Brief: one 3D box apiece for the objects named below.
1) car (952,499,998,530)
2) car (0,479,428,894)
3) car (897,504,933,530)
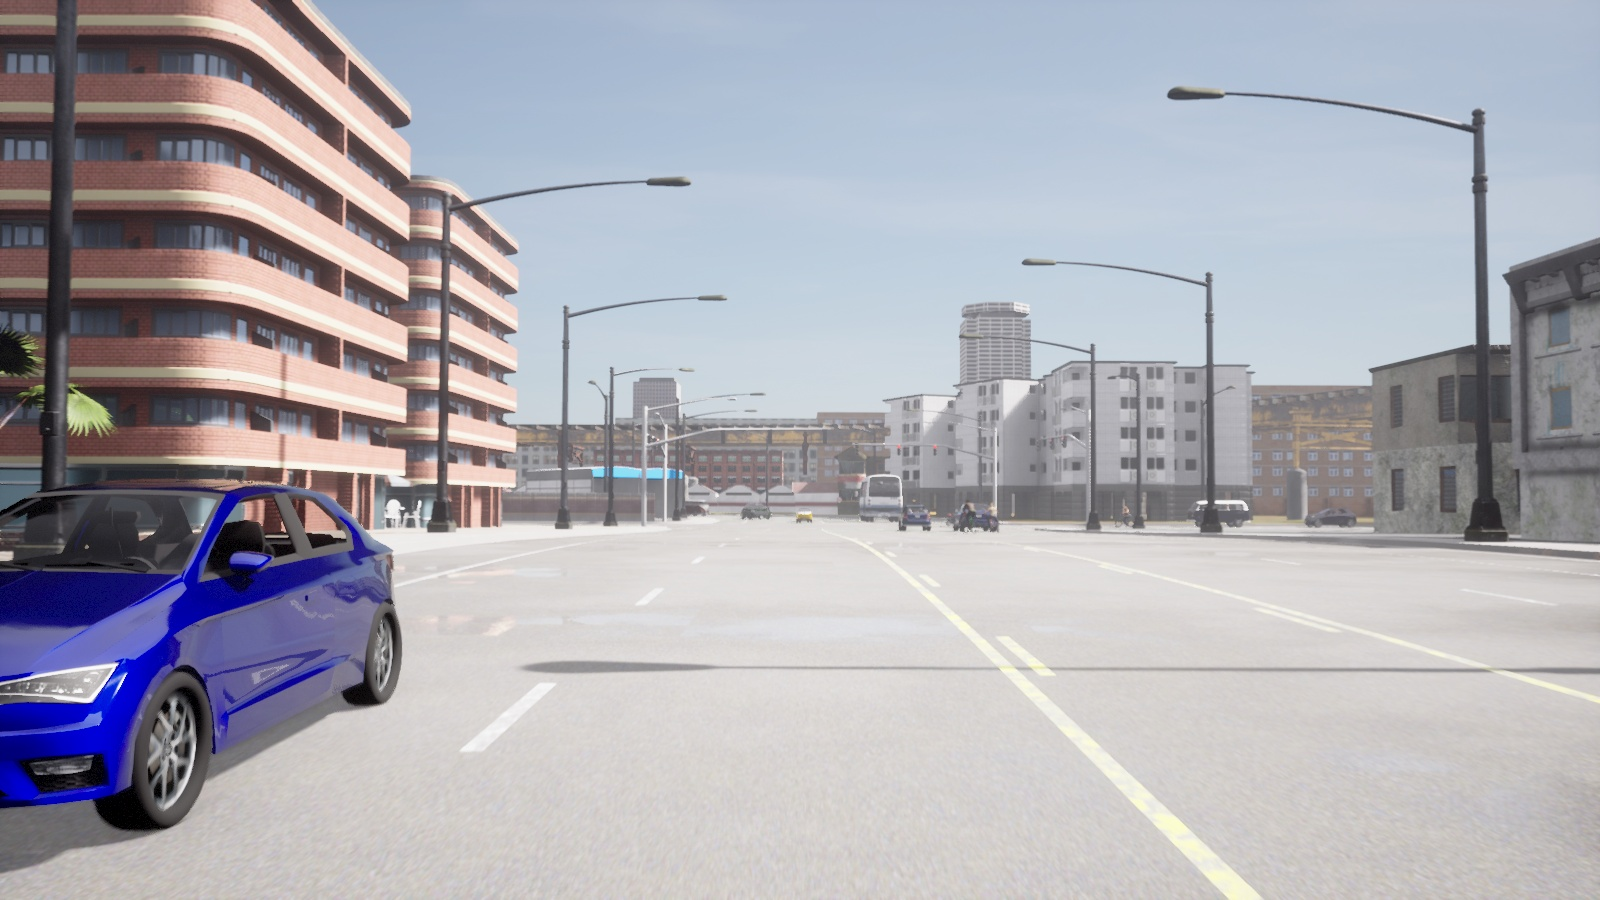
[{"bbox_3d":[10.330,3.833,74.406,2.097,1.767,4.553,0,-3,0],"label":"car"},{"bbox_3d":[-3.516,0.924,6.729,1.816,1.474,4.193,0,-1,0],"label":"car"},{"bbox_3d":[6.829,3.982,74.741,1.789,1.549,3.705,0,-3,0],"label":"car"}]
